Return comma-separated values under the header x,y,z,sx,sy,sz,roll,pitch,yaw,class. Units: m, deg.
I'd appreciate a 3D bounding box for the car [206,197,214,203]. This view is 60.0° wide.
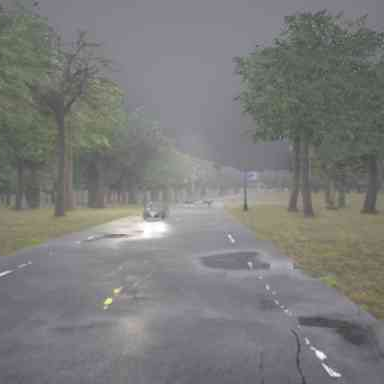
x,y,z,sx,sy,sz,roll,pitch,yaw,class
4.794,2.105,89.045,1.994,1.385,4.181,0,-1,6,car

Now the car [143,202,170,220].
x,y,z,sx,sy,sz,roll,pitch,yaw,class
-3.048,1.599,28.984,2.128,1.511,4.902,0,0,2,car

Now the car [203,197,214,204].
x,y,z,sx,sy,sz,roll,pitch,yaw,class
3.642,2.149,77.167,1.895,1.301,4.718,0,-1,6,car

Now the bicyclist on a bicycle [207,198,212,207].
x,y,z,sx,sy,sz,roll,pitch,yaw,class
2.812,1.760,54.406,0.866,1.612,1.509,0,1,4,bicyclist on a bicycle

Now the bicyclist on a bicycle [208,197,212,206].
x,y,z,sx,sy,sz,roll,pitch,yaw,class
3.409,1.844,62.871,0.866,1.612,1.509,0,-1,4,bicyclist on a bicycle

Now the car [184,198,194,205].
x,y,z,sx,sy,sz,roll,pitch,yaw,class
-0.508,2.008,70.040,2.033,1.411,5.357,0,-1,5,car
